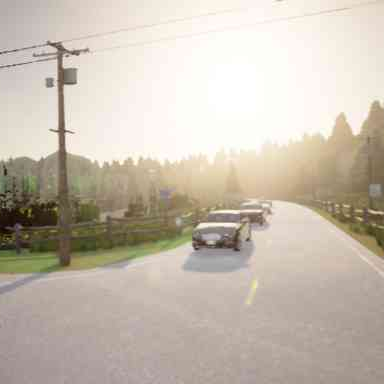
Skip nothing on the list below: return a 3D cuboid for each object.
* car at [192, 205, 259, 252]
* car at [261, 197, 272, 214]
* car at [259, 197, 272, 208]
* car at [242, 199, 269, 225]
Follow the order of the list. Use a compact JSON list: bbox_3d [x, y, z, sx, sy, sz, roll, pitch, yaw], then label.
[{"bbox_3d":[1.401,1.554,14.351,2.128,1.511,4.902,-2,0,17],"label":"car"},{"bbox_3d":[7.473,1.573,35.594,1.812,1.442,4.674,-2,0,15],"label":"car"},{"bbox_3d":[11.406,1.559,51.379,1.837,1.490,4.892,-2,-1,13],"label":"car"},{"bbox_3d":[4.387,1.530,24.505,1.882,1.535,5.008,-2,0,16],"label":"car"}]
